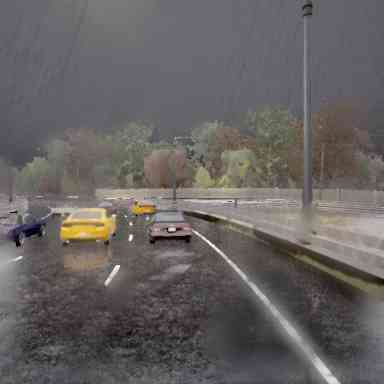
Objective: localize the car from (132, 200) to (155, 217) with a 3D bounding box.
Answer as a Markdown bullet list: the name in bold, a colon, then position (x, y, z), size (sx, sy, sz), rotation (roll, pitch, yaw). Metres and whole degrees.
- **car**: position (-4.619, 1.483, 31.790), size (1.882, 1.535, 5.008), rotation (0, 0, -16)

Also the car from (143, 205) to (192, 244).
- **car**: position (-1.167, 1.561, 15.930), size (2.033, 1.411, 5.357), rotation (0, 0, -8)

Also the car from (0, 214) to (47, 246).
- **car**: position (-8.099, 1.614, 14.961), size (1.895, 1.301, 4.718), rotation (0, 0, -8)

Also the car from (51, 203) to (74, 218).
- **car**: position (-11.344, 1.614, 29.847), size (1.895, 1.301, 4.718), rotation (0, 0, -16)

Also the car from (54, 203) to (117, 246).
- **car**: position (-4.631, 1.483, 15.430), size (1.882, 1.535, 5.008), rotation (0, 0, -8)

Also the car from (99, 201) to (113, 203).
- **car**: position (-7.977, 1.531, 30.804), size (1.812, 1.442, 4.674), rotation (0, 0, -16)
